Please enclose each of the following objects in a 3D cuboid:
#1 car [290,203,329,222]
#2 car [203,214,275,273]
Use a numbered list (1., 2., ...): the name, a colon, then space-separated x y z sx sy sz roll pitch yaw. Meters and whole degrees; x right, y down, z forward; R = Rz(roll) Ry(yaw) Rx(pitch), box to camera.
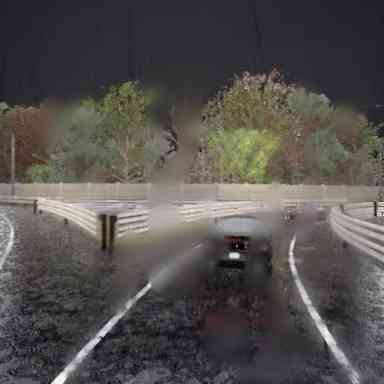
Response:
1. car: 9.460 1.556 26.649 1.994 1.385 4.181 0 0 38
2. car: 1.640 1.459 10.804 1.882 1.535 5.008 0 0 13
